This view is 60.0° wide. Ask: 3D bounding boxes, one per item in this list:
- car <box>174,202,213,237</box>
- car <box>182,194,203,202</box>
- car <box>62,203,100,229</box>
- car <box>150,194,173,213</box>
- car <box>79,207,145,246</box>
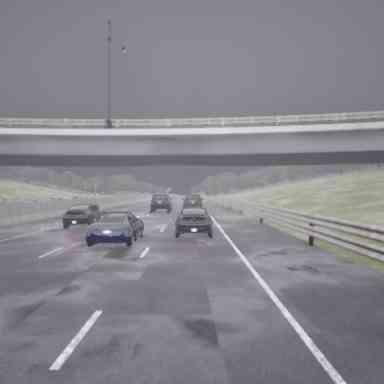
[{"bbox_3d":[0.096,1.512,17.894,1.837,1.490,4.892,0,0,0],"label":"car"},{"bbox_3d":[0.090,1.245,37.686,2.150,2.045,5.566,0,0,0],"label":"car"},{"bbox_3d":[-6.905,1.513,21.905,1.837,1.490,4.892,0,0,0],"label":"car"},{"bbox_3d":[-3.421,1.245,37.684,2.150,2.045,5.566,0,0,0],"label":"car"},{"bbox_3d":[-3.404,1.570,15.347,1.994,1.385,4.181,0,0,0],"label":"car"}]
